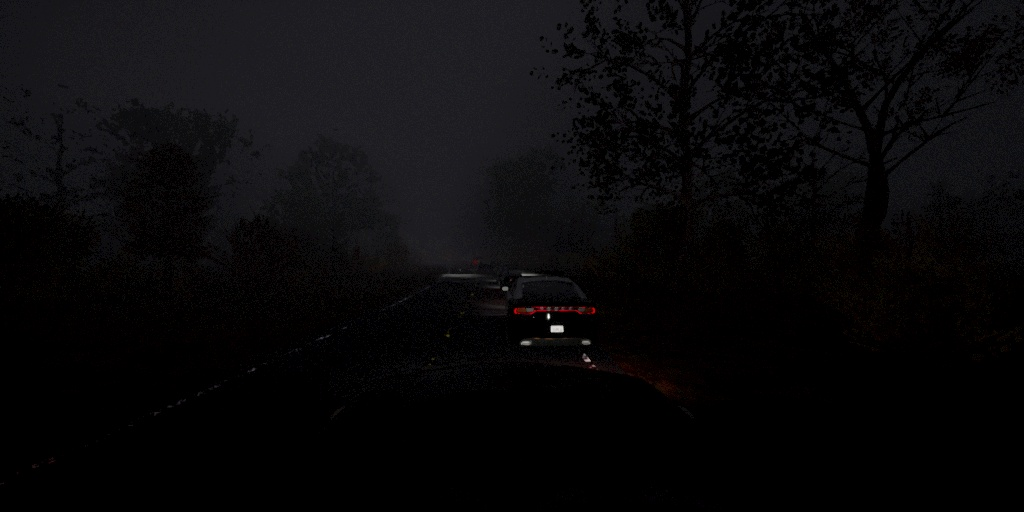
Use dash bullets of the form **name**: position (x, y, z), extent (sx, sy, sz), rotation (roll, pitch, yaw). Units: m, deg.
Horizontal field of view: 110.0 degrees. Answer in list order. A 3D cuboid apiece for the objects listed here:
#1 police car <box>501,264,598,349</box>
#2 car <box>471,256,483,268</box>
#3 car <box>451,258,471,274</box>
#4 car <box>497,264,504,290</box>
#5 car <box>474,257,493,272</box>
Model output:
- **police car**: position (0.774, 1.174, 9.352), extent (1.930, 1.638, 5.238), rotation (0, 0, -2)
- **car**: position (-5.994, 0.962, 60.674), extent (2.150, 2.045, 5.566), rotation (0, 0, -12)
- **car**: position (-5.926, 1.271, 41.041), extent (1.812, 1.442, 4.674), rotation (0, 0, -8)
- **car**: position (0.312, 1.274, 19.311), extent (1.812, 1.442, 4.674), rotation (0, 0, -4)
- **car**: position (-3.581, 1.221, 47.117), extent (1.882, 1.535, 5.008), rotation (0, 0, -9)
